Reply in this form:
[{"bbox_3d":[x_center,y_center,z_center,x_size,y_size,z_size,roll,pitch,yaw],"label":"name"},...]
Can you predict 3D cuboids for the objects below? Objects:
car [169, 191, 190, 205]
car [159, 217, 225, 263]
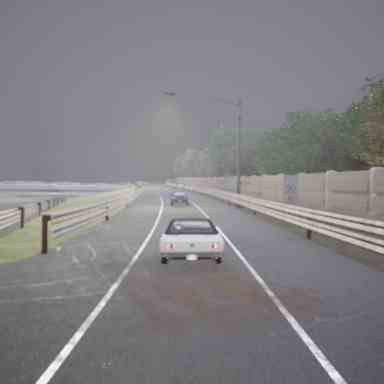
[{"bbox_3d":[-1.397,0.607,36.059,1.812,1.442,4.674,0,2,-5],"label":"car"},{"bbox_3d":[-0.049,1.507,11.534,1.895,1.301,4.718,0,1,-1],"label":"car"}]
